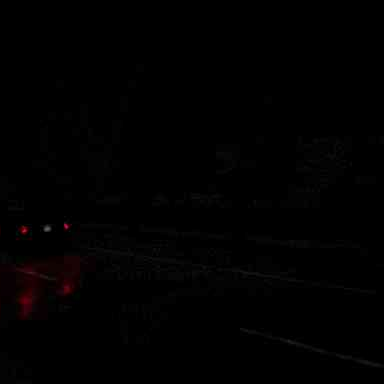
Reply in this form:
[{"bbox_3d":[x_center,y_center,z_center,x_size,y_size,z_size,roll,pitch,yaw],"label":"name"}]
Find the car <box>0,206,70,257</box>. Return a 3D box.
[{"bbox_3d":[-6.876,1.346,13.132,4.553,1.767,2.097,0,0,36],"label":"car"}]
